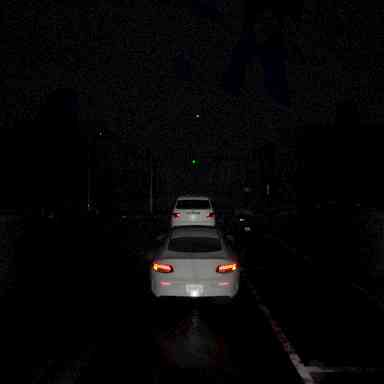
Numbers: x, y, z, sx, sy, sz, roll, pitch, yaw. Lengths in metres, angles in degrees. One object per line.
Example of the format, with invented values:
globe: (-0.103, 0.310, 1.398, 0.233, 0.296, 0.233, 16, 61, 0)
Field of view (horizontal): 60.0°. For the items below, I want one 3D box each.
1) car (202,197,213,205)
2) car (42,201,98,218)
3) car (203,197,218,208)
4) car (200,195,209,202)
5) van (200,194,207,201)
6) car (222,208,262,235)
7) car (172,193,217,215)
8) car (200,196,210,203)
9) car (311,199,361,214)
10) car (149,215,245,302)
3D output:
car: (2.816, 1.588, 61.742, 1.802, 1.307, 4.206, -1, 0, 0)
car: (-11.044, 1.593, 30.226, 4.902, 1.511, 2.128, 0, 1, 0)
car: (2.781, 1.547, 50.677, 1.887, 1.381, 4.507, -1, 0, 0)
car: (2.866, 1.453, 78.340, 1.967, 1.590, 4.097, -1, 0, 0)
van: (2.881, 1.356, 83.872, 1.690, 1.788, 3.998, -1, 0, 0)
car: (2.678, 1.546, 18.232, 2.008, 1.369, 4.403, -1, 0, 0)
car: (0.087, 1.217, 17.905, 2.150, 2.045, 5.566, 0, 0, 1)
car: (2.851, 1.555, 72.807, 1.887, 1.381, 4.507, -1, 0, 0)
car: (14.259, 1.405, 33.093, 4.674, 1.442, 1.812, 0, 1, -2)
car: (0.080, 1.523, 8.125, 1.812, 1.442, 4.674, 0, 0, 1)
